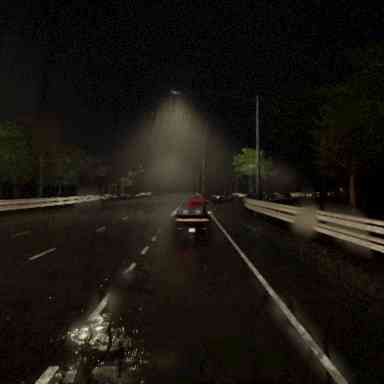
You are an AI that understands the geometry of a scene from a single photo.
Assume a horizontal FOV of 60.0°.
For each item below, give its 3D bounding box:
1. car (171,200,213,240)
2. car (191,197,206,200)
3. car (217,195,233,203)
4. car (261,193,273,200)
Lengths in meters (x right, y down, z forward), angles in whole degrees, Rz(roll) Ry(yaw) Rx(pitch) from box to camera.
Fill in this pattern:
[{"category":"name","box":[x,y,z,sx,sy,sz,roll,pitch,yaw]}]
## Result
[{"category":"car","box":[0.000,1.391,16.487,2.128,1.511,4.902,0,0,0]},{"category":"car","box":[0.802,1.270,37.079,1.882,1.535,5.008,0,0,7]},{"category":"car","box":[5.627,1.222,56.486,1.994,1.385,4.181,0,0,21]},{"category":"car","box":[17.415,1.034,77.964,2.033,1.411,5.357,0,1,38]}]
